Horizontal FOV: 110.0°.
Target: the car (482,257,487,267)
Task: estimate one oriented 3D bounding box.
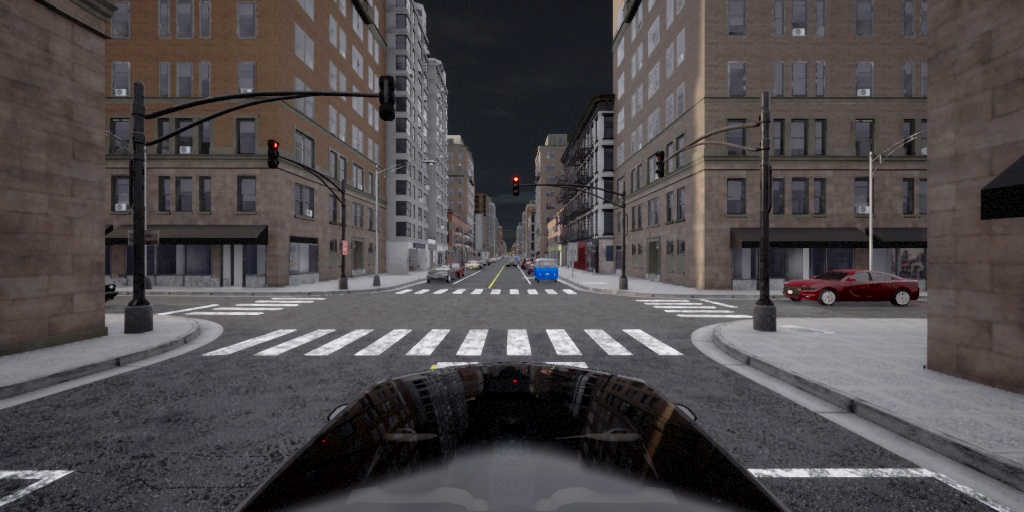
[{"bbox_3d":[-5.522,1.306,56.323,1.948,1.339,4.313,0,0,0],"label":"car"}]

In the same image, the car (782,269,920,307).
[{"bbox_3d":[14.781,1.326,15.813,5.008,1.535,1.882,0,0,1],"label":"car"}]

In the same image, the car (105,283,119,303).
[{"bbox_3d":[-17.231,1.254,12.735,4.718,1.301,1.895,0,0,-2],"label":"car"}]

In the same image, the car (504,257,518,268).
[{"bbox_3d":[-0.050,1.337,61.551,1.895,1.301,4.718,0,0,0],"label":"car"}]

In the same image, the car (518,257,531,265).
[{"bbox_3d":[2.503,1.055,56.349,2.192,1.841,5.009,0,0,0],"label":"car"}]

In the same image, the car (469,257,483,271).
[{"bbox_3d":[-5.508,1.269,50.471,1.751,1.417,4.829,0,0,0],"label":"car"}]

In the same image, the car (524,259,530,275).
[{"bbox_3d":[2.544,1.330,39.304,1.802,1.307,4.207,0,0,0],"label":"car"}]

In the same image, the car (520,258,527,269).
[{"bbox_3d":[2.516,1.326,50.667,1.802,1.307,4.207,0,0,0],"label":"car"}]

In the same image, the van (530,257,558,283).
[{"bbox_3d":[2.572,1.089,27.942,1.690,1.789,3.998,0,0,0],"label":"van"}]

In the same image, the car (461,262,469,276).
[{"bbox_3d":[-5.466,1.293,33.595,1.888,1.381,4.507,0,0,0],"label":"car"}]

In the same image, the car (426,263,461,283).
[{"bbox_3d":[-5.453,1.299,27.913,2.007,1.370,4.403,0,0,0],"label":"car"}]
